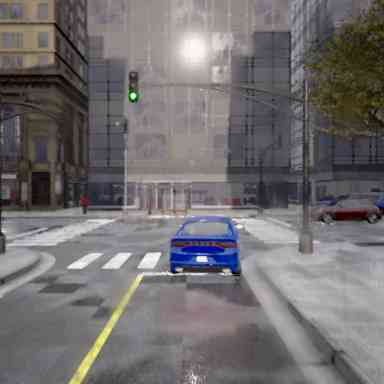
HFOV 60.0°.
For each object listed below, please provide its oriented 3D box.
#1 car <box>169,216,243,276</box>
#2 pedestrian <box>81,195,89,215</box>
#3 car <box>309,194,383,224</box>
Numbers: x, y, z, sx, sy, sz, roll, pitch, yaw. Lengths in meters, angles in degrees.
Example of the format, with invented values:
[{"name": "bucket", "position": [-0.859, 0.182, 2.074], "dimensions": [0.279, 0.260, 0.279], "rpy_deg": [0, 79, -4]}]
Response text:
[{"name": "car", "position": [0.566, 1.478, 10.505], "dimensions": [1.882, 1.535, 5.008], "rpy_deg": [0, 0, 7]}, {"name": "pedestrian", "position": [-9.727, 1.162, 30.234], "dimensions": [0.375, 1.860, 0.375], "rpy_deg": [0, 1, 0]}, {"name": "car", "position": [10.330, 1.242, 22.921], "dimensions": [4.553, 1.767, 2.097], "rpy_deg": [0, 0, 0]}]
